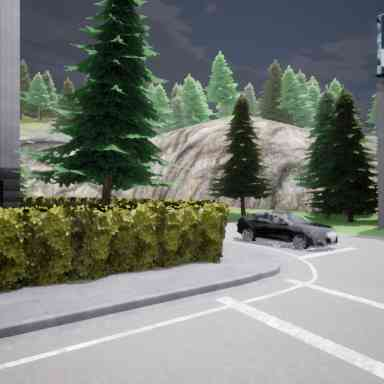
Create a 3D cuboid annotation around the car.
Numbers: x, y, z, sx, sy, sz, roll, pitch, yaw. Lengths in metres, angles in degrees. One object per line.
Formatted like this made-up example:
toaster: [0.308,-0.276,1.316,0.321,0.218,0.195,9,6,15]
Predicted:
car: [4.263,1.668,15.502,2.128,1.511,4.902,0,0,-38]
